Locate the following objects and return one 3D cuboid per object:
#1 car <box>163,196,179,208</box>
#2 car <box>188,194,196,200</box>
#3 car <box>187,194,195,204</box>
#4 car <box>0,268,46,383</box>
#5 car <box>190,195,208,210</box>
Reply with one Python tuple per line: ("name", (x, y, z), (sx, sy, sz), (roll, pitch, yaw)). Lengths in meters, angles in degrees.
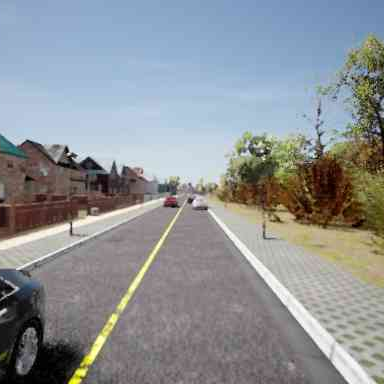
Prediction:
("car", (-2.816, 1.340, 45.312), (1.882, 1.535, 5.008), (0, 0, 0))
("car", (0.024, 1.165, 75.756), (1.895, 1.301, 4.718), (0, 0, 0))
("car", (0.018, 1.357, 60.659), (2.033, 1.411, 5.357), (0, 0, 0))
("car", (-2.850, 1.498, 2.549), (1.837, 1.490, 4.892), (0, 0, 0))
("car", (0.973, 1.401, 41.242), (1.812, 1.442, 4.674), (0, 0, 0))
